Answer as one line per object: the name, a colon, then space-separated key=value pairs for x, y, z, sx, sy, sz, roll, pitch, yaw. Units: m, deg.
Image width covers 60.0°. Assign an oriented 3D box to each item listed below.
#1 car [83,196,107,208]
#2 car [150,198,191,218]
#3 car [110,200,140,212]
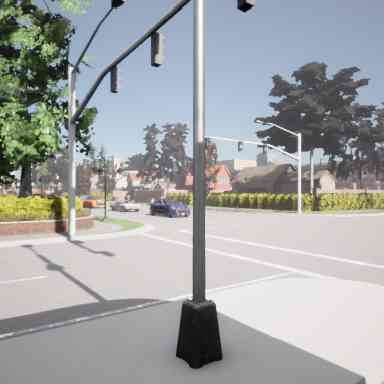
car: x=-13.712 y=1.352 z=46.866 sx=2.097 sy=1.767 sz=4.553 roll=0 pitch=0 yaw=-36
car: x=-2.078 y=1.352 z=30.790 sx=2.097 sy=1.767 sz=4.553 roll=0 pitch=0 yaw=-36
car: x=-7.822 y=1.601 z=38.726 sx=1.895 sy=1.301 sz=4.718 roll=0 pitch=0 yaw=-36
